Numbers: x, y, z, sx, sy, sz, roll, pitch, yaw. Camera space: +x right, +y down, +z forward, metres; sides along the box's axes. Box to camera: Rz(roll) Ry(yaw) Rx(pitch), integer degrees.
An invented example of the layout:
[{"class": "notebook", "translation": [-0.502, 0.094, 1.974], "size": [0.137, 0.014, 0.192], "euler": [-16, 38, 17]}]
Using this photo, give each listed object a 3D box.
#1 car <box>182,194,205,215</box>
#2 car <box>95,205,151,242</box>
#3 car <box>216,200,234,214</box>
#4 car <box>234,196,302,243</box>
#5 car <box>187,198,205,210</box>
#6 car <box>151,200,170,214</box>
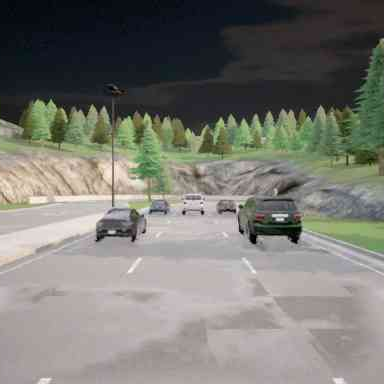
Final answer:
[{"class": "car", "translation": [0.132, 1.221, 34.444], "size": [2.150, 2.045, 5.566], "euler": [0, 0, 0]}, {"class": "car", "translation": [-3.390, 1.526, 16.399], "size": [1.812, 1.442, 4.674], "euler": [0, 0, 0]}, {"class": "car", "translation": [3.634, 1.547, 35.411], "size": [2.033, 1.411, 5.357], "euler": [0, 0, 1]}, {"class": "car", "translation": [3.601, 1.221, 16.268], "size": [2.150, 2.045, 5.566], "euler": [0, 0, 0]}, {"class": "car", "translation": [0.551, 1.564, 43.875], "size": [1.994, 1.385, 4.181], "euler": [0, 0, 5]}, {"class": "car", "translation": [-3.368, 1.547, 35.367], "size": [2.033, 1.411, 5.357], "euler": [0, 0, 1]}]
